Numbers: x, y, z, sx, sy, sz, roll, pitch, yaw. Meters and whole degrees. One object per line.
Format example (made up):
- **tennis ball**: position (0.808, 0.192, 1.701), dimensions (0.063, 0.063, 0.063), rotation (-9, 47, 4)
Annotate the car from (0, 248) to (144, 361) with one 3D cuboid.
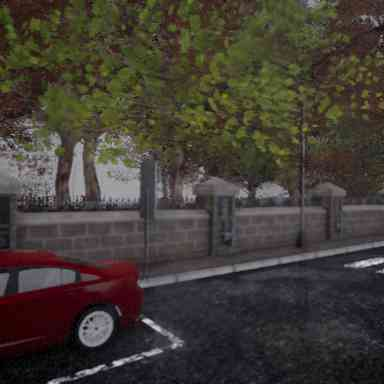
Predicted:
- **car**: position (-2.885, 1.547, 4.657), dimensions (4.507, 1.381, 1.887), rotation (1, 0, -35)
